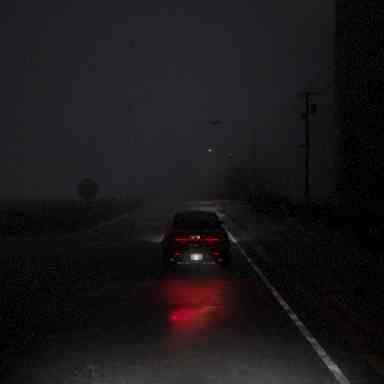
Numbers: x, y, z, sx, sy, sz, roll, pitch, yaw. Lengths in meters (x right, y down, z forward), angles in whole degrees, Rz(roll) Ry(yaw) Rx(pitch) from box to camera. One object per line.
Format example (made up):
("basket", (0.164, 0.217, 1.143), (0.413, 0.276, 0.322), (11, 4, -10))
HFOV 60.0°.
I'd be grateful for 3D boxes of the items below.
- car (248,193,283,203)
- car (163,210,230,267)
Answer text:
("car", (8.943, 0.925, 38.739), (5.008, 1.535, 1.882), (0, 0, -6))
("car", (0.120, 1.350, 10.749), (1.837, 1.490, 4.892), (0, 1, 0))
